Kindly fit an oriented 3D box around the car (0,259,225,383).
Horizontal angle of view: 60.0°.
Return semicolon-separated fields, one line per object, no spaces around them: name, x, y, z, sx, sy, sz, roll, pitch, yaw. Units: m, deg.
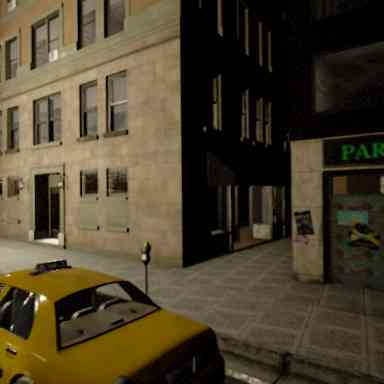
car;-1.947;1.540;4.247;4.829;1.417;1.752;0;-1;36
